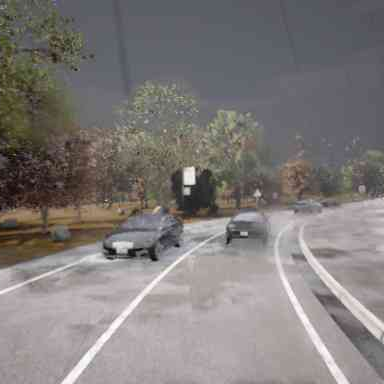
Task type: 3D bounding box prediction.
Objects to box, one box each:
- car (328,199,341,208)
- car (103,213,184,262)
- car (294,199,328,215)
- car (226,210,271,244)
[{"bbox_3d":[19.651,1.673,48.173,4.718,1.301,1.895,-2,-2,-42],"label":"car"},{"bbox_3d":[-1.631,1.575,12.636,2.128,1.511,4.902,-1,-1,13],"label":"car"},{"bbox_3d":[12.245,1.537,34.991,2.128,1.511,4.902,-4,-2,36],"label":"car"},{"bbox_3d":[2.786,1.580,16.128,1.812,1.442,4.674,-1,-1,15],"label":"car"}]
